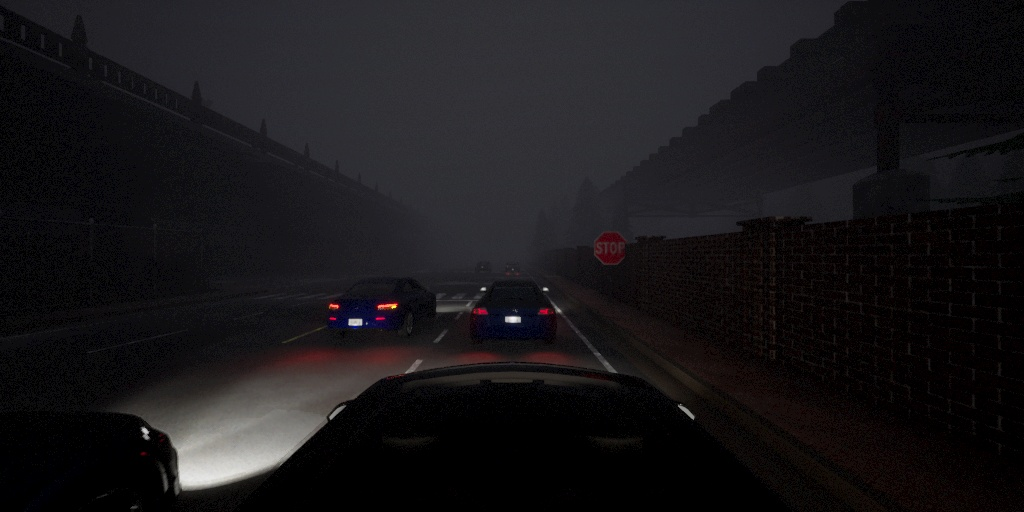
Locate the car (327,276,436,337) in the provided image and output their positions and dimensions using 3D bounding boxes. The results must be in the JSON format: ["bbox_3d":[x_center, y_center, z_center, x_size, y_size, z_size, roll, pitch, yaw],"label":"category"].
[{"bbox_3d":[-3.419,1.276,10.113,1.812,1.442,4.674,0,0,0],"label":"car"}]

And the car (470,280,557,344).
[{"bbox_3d":[0.063,1.314,9.593,1.994,1.385,4.181,0,0,1],"label":"car"}]

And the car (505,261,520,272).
[{"bbox_3d":[0.071,1.351,46.222,1.895,1.301,4.718,0,0,-1],"label":"car"}]

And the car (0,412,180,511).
[{"bbox_3d":[-3.399,1.314,0.837,1.994,1.385,4.181,0,0,0],"label":"car"}]

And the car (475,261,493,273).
[{"bbox_3d":[-3.376,1.297,43.135,2.033,1.411,5.357,0,0,-1],"label":"car"}]
